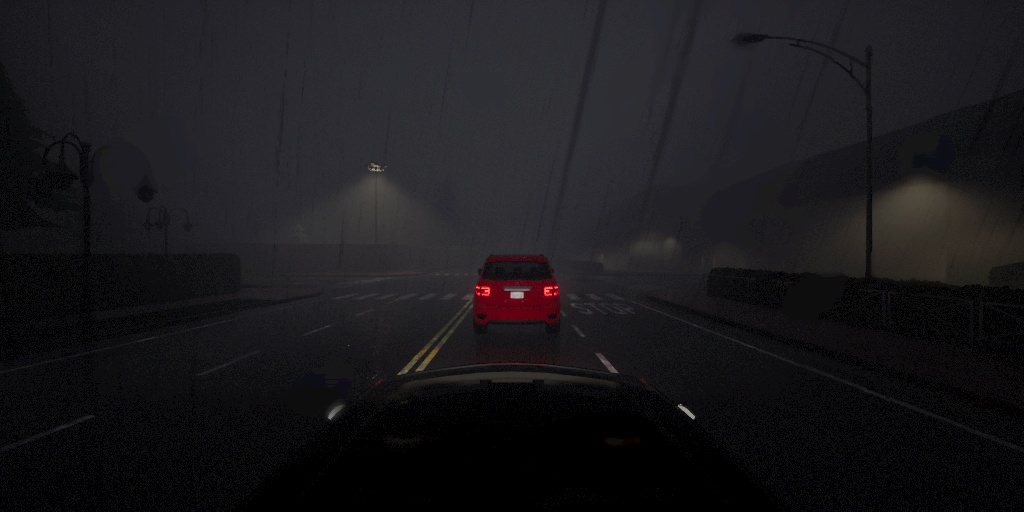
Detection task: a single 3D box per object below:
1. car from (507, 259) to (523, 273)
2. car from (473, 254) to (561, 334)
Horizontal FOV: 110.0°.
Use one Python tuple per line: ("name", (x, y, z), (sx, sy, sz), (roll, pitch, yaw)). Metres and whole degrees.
("car", (0.353, 1.227, 45.586), (1.882, 1.535, 5.008), (0, 0, 1))
("car", (0.121, 0.971, 10.734), (2.150, 2.045, 5.566), (0, 0, 0))
